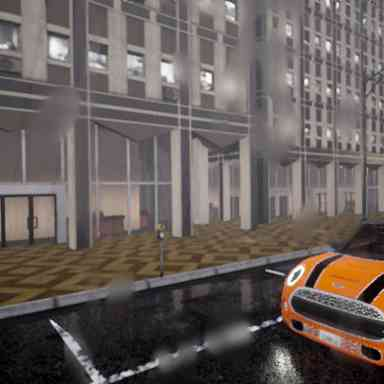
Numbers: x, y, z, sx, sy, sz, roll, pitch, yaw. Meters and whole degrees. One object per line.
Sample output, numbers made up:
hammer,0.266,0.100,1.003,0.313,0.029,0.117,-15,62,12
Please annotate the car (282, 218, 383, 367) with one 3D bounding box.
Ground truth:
car,3.588,1.251,5.595,4.553,1.767,2.097,-1,1,-36
